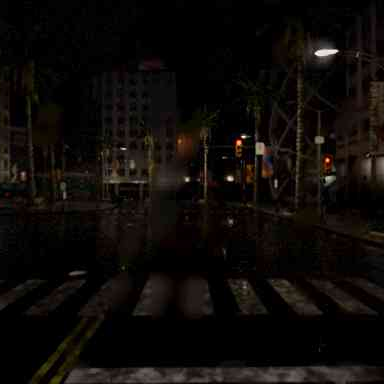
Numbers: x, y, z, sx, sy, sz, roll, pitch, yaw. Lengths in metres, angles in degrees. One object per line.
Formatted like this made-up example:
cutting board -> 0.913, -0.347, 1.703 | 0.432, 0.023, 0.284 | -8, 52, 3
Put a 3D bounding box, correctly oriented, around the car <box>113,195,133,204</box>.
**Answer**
car -> -13.498, 1.399, 65.283 | 2.097, 1.767, 4.553 | 0, 0, -44
